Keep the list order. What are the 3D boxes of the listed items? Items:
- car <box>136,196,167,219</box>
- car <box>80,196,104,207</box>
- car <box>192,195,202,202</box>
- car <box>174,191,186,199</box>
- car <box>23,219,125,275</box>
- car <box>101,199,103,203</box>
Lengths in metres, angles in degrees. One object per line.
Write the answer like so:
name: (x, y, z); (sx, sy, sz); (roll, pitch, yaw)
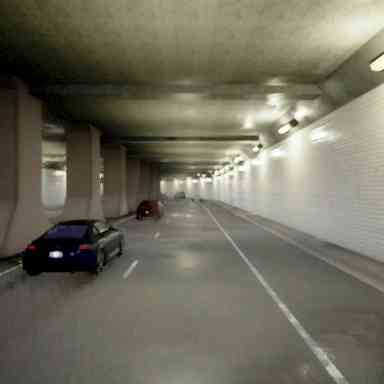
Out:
car: (-3.404, 1.372, 27.704); (1.882, 1.535, 5.008); (0, 0, 0)
car: (-14.074, 1.329, 46.985); (1.837, 1.490, 4.892); (0, 0, 0)
car: (1.110, 1.265, 68.933); (1.812, 1.442, 4.674); (0, 0, -3)
car: (-3.299, 0.733, 89.346); (2.150, 2.045, 5.566); (0, 0, -16)
car: (-3.402, 1.524, 10.324); (1.994, 1.385, 4.181); (0, 0, 0)
car: (-10.592, 1.438, 42.930); (1.895, 1.301, 4.718); (0, 0, 0)
